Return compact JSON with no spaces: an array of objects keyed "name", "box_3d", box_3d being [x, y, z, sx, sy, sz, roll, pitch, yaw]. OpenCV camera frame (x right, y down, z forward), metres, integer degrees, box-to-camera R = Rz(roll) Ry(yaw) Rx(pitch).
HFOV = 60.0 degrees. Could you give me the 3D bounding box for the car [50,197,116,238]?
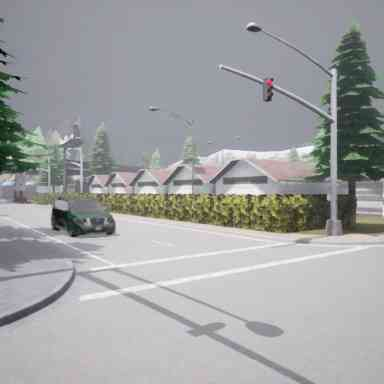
[{"name":"car","box_3d":[-6.153,1.351,18.312,2.150,2.045,5.566,0,1,-36]}]
